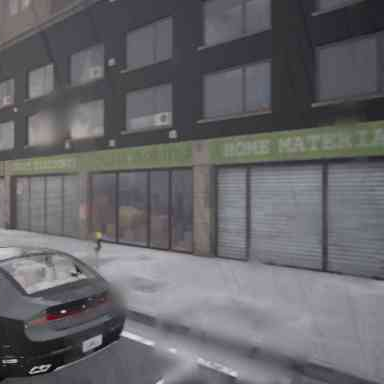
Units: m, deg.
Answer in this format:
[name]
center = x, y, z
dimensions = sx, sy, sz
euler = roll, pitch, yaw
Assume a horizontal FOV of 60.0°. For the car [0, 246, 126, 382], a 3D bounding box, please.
[car]
center = -2.946, 1.534, 5.182
dimensions = 4.403, 1.369, 2.008
euler = 0, 0, 36
